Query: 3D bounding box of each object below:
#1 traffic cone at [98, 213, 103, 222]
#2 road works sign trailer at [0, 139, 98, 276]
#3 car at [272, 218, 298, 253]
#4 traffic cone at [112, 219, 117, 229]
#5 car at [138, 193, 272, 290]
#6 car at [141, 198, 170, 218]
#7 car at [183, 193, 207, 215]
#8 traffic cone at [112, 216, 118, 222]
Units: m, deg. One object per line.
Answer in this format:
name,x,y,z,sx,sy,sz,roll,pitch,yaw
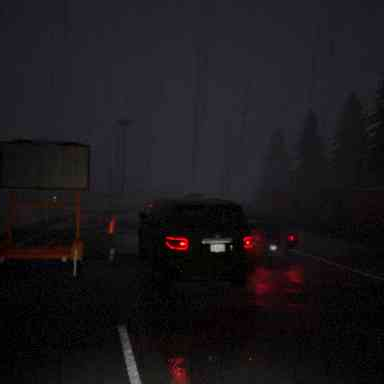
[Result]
traffic cone,-6.227,1.724,22.548,0.340,0.580,0.340,1,0,-11
road works sign trailer,-4.214,0.324,9.685,2.380,3.560,2.880,1,0,-11
car,2.337,1.618,13.706,1.895,1.301,4.718,1,0,-13
traffic cone,-4.113,1.796,16.845,0.340,0.580,0.340,1,0,-11
car,-0.178,1.187,9.264,2.150,2.045,5.566,1,0,-15
car,-3.087,1.321,28.934,2.128,1.511,4.902,1,0,-3
car,0.300,1.123,33.938,2.150,2.045,5.566,1,0,1
traffic cone,-4.490,1.780,18.809,0.340,0.580,0.340,1,0,-11
